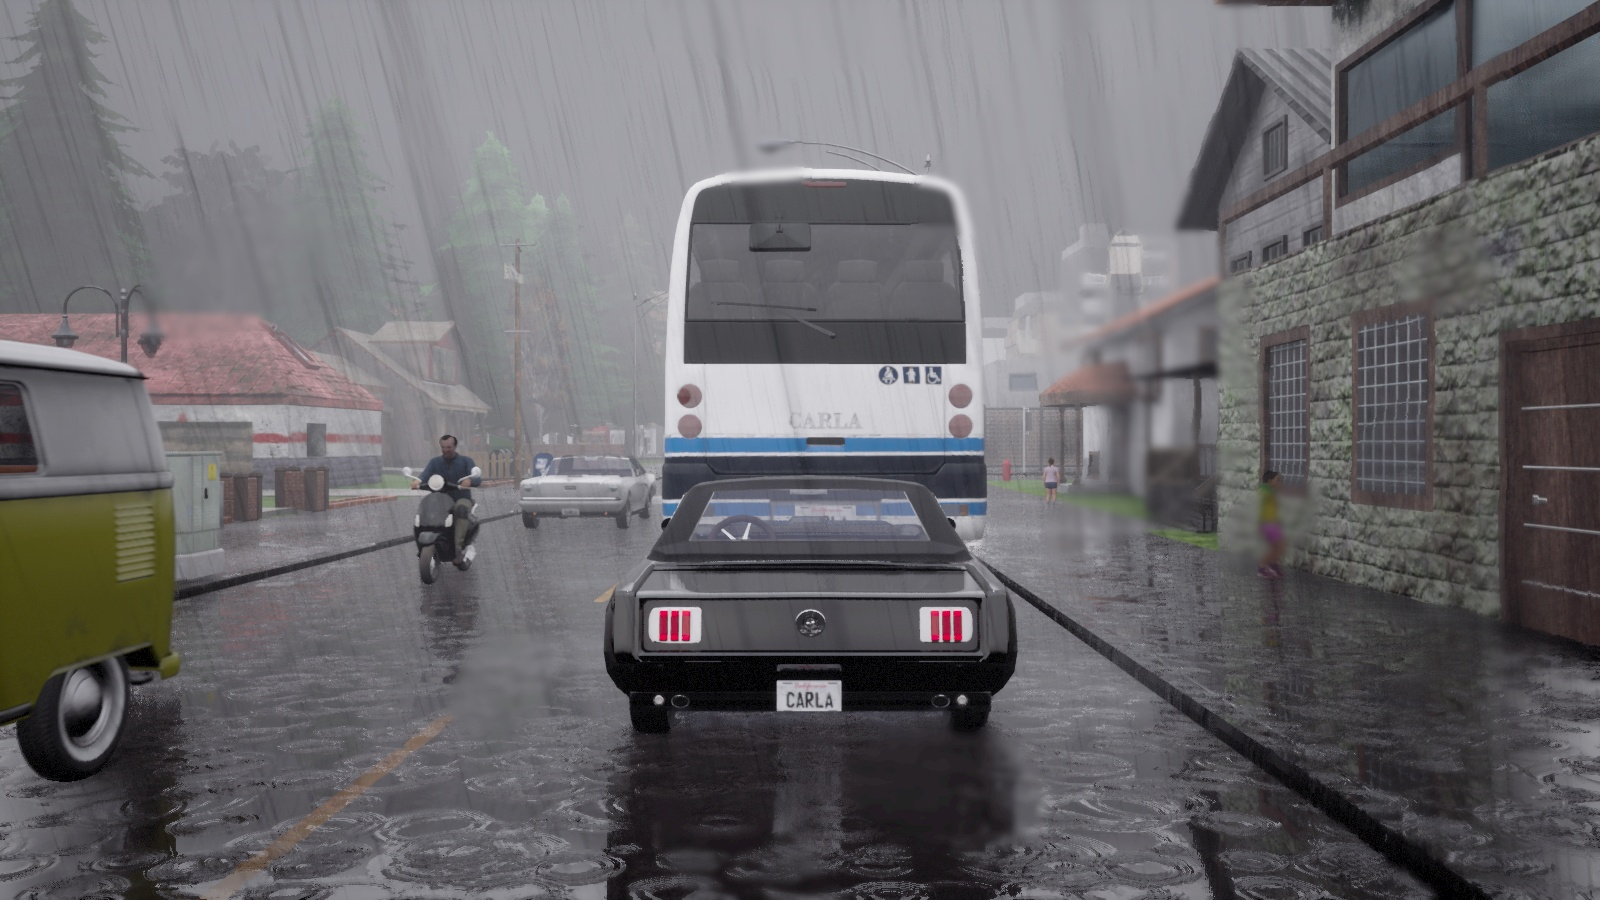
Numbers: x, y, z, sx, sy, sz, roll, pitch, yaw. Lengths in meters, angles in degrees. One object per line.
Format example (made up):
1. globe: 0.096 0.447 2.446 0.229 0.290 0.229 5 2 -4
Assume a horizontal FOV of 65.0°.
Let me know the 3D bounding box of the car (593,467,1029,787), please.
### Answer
1. car: 0.053 0.803 7.818 1.895 1.301 4.718 0 0 0

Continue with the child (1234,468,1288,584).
1. child: 4.709 0.767 12.839 0.473 1.160 0.299 0 0 30

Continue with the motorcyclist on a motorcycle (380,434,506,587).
1. motorcyclist on a motorcycle: -3.918 0.618 13.948 0.866 1.590 1.817 0 1 0

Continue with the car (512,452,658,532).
1. car: -3.874 0.711 23.452 1.895 1.301 4.718 0 0 0

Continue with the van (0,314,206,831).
1. van: -3.964 0.473 4.262 1.775 1.987 4.442 0 0 0

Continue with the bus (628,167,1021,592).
1. bus: 0.139 -0.730 17.748 3.944 4.253 10.273 0 0 -1

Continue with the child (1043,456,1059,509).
1. child: 5.333 0.690 26.663 0.255 1.110 0.394 0 0 26
